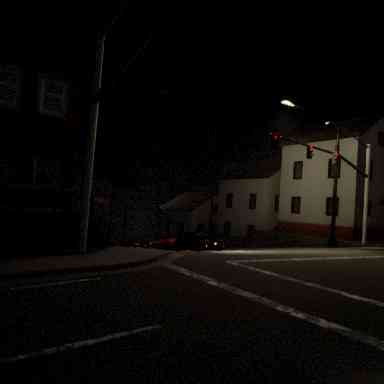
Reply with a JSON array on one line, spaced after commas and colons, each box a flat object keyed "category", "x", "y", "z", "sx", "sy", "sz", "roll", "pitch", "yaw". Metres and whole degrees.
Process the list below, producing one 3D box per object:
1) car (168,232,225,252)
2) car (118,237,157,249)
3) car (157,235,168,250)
[{"category": "car", "x": 0.405, "y": 3.529, "z": 23.630, "sx": 1.994, "sy": 1.385, "sz": 4.181, "roll": 6, "pitch": -12, "yaw": -35}, {"category": "car", "x": -5.658, "y": 5.108, "z": 31.985, "sx": 1.882, "sy": 1.535, "sz": 5.008, "roll": 6, "pitch": -16, "yaw": -35}, {"category": "car", "x": -2.519, "y": 5.242, "z": 33.927, "sx": 2.097, "sy": 1.767, "sz": 4.553, "roll": 6, "pitch": -16, "yaw": -35}]
